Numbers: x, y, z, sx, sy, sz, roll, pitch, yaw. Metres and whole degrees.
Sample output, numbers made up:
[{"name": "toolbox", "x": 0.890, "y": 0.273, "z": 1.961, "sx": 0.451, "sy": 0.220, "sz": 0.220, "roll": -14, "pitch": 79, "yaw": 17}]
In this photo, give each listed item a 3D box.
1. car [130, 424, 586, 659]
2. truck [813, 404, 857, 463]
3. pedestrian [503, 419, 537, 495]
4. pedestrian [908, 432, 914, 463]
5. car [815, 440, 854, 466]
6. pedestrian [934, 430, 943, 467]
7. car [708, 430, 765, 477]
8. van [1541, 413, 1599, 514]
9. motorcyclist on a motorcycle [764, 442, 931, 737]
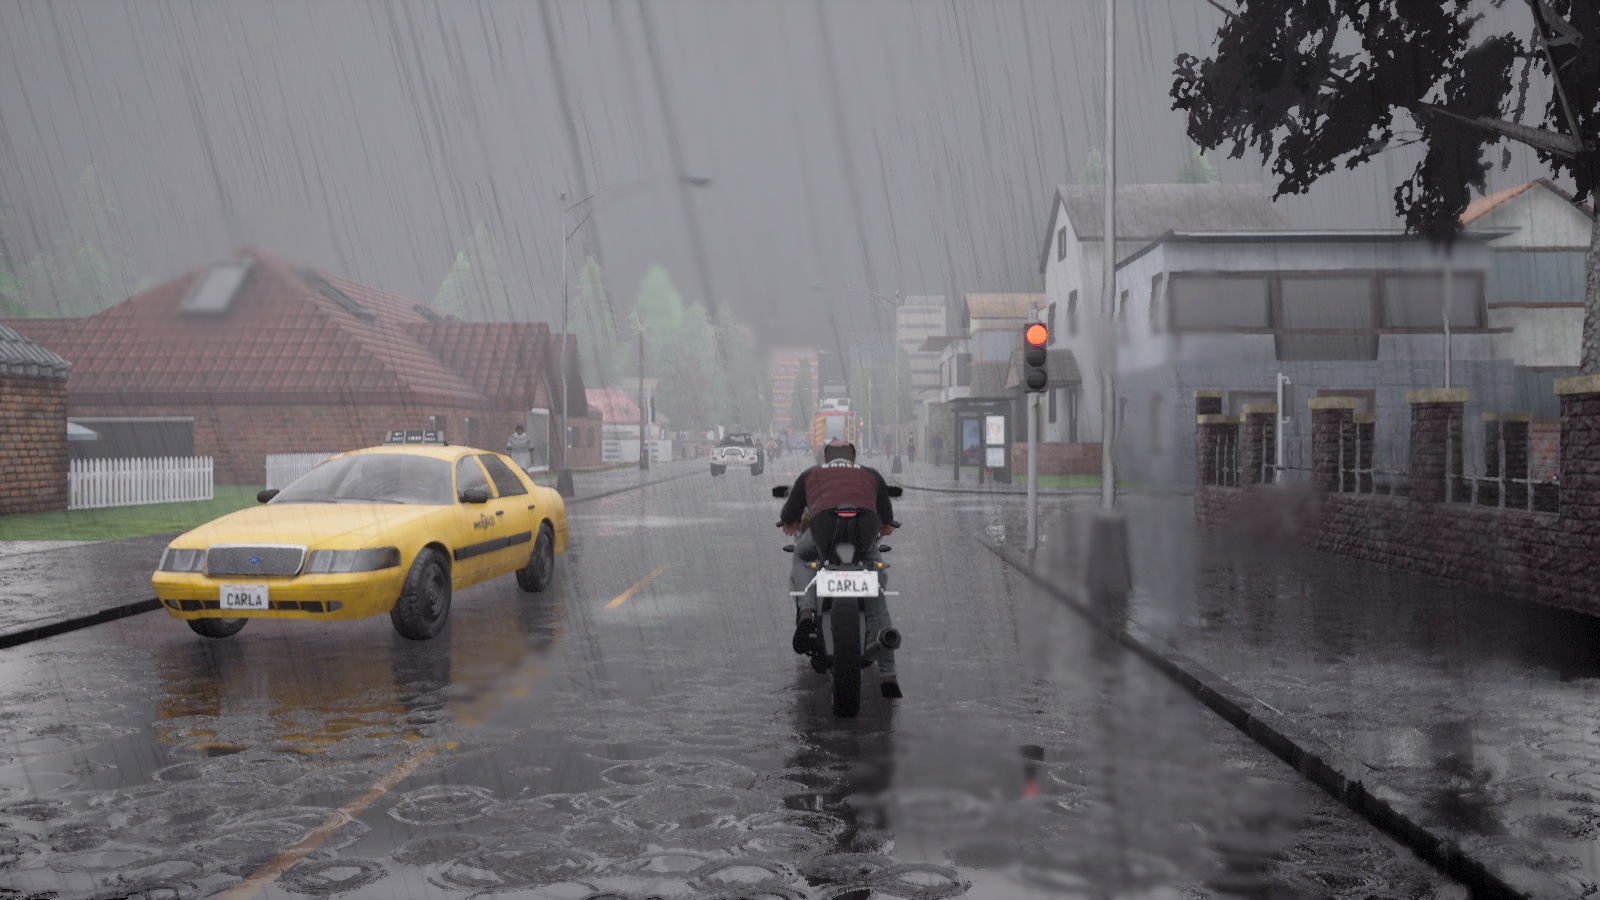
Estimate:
[{"name": "car", "x": -3.456, "y": 0.591, "z": 11.167, "sx": 1.801, "sy": 1.575, "sz": 5.366, "roll": 0, "pitch": 0, "yaw": 5}, {"name": "truck", "x": 2.389, "y": -1.126, "z": 86.702, "sx": 2.891, "sy": 3.827, "sz": 8.468, "roll": 0, "pitch": 0, "yaw": 1}, {"name": "pedestrian", "x": -7.247, "y": 0.179, "z": 32.535, "sx": 0.659, "sy": 1.952, "sz": 0.873, "roll": 0, "pitch": 0, "yaw": 1}, {"name": "pedestrian", "x": 6.542, "y": -0.143, "z": 73.778, "sx": 0.345, "sy": 1.836, "sz": 0.594, "roll": 0, "pitch": 0, "yaw": 7}, {"name": "car", "x": 1.995, "y": 0.153, "z": 72.667, "sx": 2.163, "sy": 1.488, "sz": 4.792, "roll": 0, "pitch": 1, "yaw": 2}, {"name": "pedestrian", "x": 6.924, "y": -0.054, "z": 62.882, "sx": 0.402, "sy": 1.842, "sz": 0.726, "roll": 0, "pitch": 0, "yaw": 1}, {"name": "car", "x": -2.569, "y": 0.135, "z": 52.003, "sx": 1.932, "sy": 1.855, "sz": 4.605, "roll": 0, "pitch": 0, "yaw": 2}, {"name": "van", "x": 18.371, "y": 0.267, "z": 26.299, "sx": 4.480, "sy": 2.038, "sz": 2.069, "roll": 0, "pitch": 0, "yaw": -1}, {"name": "motorcyclist on a motorcycle", "x": 0.244, "y": 0.719, "z": 7.622, "sx": 0.866, "sy": 1.530, "sz": 2.191, "roll": 0, "pitch": 0, "yaw": 0}]
